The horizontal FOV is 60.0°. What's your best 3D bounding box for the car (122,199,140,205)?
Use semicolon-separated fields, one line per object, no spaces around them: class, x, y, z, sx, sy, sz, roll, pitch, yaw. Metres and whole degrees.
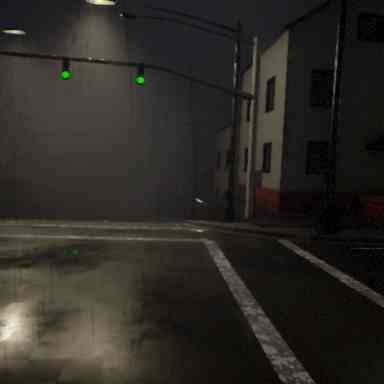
car;-16.326;2.730;88.934;4.536;1.218;1.853;-1;5;-42

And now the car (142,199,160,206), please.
car;-11.151;2.848;90.232;4.536;1.218;1.853;4;4;23

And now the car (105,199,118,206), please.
car;-20.953;2.737;88.444;4.974;1.542;2.038;5;5;38

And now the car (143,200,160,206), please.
car;-11.109;3.009;90.222;4.974;1.542;2.038;4;4;23

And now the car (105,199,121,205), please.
car;-20.988;2.576;88.466;4.536;1.218;1.853;5;5;38

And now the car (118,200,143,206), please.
car;-16.371;2.887;88.909;4.974;1.542;2.038;-1;5;-42
